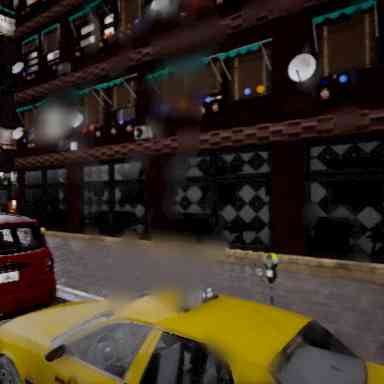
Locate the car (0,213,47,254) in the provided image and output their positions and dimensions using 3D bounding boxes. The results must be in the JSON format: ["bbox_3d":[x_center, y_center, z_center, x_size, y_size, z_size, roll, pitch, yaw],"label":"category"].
[{"bbox_3d":[-4.565,1.299,6.163,5.009,1.841,2.192,0,-1,36],"label":"car"}]

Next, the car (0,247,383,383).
[{"bbox_3d":[-0.175,1.521,3.016,4.829,1.417,1.752,0,-1,36],"label":"car"}]
